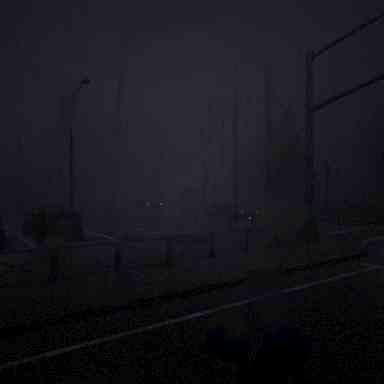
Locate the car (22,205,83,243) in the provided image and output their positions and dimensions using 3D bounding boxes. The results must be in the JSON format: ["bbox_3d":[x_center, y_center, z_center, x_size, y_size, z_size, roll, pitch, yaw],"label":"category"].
[{"bbox_3d":[-6.436,1.338,15.258,2.007,1.523,4.514,0,0,-36],"label":"car"}]

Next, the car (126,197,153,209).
[{"bbox_3d":[-7.443,1.516,46.618,1.812,1.442,4.674,0,0,-36],"label":"car"}]

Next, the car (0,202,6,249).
[{"bbox_3d":[-8.948,1.331,13.379,2.152,1.636,5.027,0,0,-36],"label":"car"}]

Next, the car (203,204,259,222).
[{"bbox_3d":[2.970,1.592,26.265,1.895,1.301,4.718,0,0,-36],"label":"car"}]

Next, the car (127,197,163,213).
[{"bbox_3d":[-5.030,1.347,37.149,2.097,1.767,4.553,0,0,-35],"label":"car"}]
